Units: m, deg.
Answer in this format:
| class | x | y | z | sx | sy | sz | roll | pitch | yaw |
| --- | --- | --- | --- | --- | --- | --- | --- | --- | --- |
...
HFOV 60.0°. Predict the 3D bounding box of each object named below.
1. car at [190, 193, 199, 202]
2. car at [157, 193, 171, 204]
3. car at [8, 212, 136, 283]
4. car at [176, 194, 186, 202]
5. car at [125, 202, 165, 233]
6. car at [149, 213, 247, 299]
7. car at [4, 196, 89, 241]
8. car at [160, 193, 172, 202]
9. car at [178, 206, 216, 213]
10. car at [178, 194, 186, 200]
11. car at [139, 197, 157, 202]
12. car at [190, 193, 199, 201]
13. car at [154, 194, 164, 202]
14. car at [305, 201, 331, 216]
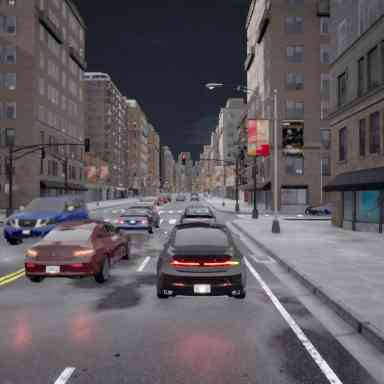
| class | x | y | z | sx | sy | sz | roll | pitch | yaw |
| --- | --- | --- | --- | --- | --- | --- | --- | --- | --- |
| car | 0.637 | 1.473 | 75.392 | 1.812 | 1.442 | 4.674 | 0 | 0 | 0 |
| car | -5.998 | 1.183 | 64.765 | 2.150 | 2.045 | 5.566 | 0 | 0 | 1 |
| car | -3.026 | 1.527 | 9.595 | 1.812 | 1.442 | 4.674 | 0 | 0 | 1 |
| car | -2.622 | 1.493 | 75.655 | 1.994 | 1.385 | 4.181 | 0 | 0 | 0 |
| car | -2.959 | 1.546 | 19.162 | 2.033 | 1.411 | 5.357 | 0 | 0 | 0 |
| car | 0.205 | 1.506 | 8.459 | 1.837 | 1.490 | 4.892 | 0 | 0 | 0 |
| car | -6.555 | 1.223 | 15.788 | 2.150 | 2.045 | 5.566 | 0 | 0 | -1 |
| car | -5.874 | 1.170 | 75.458 | 2.150 | 2.045 | 5.566 | 0 | 0 | 0 |
| car | 0.291 | 1.490 | 17.855 | 2.128 | 1.511 | 4.902 | 0 | 0 | -1 |
| car | -2.545 | 1.245 | 85.658 | 1.882 | 1.535 | 5.008 | 0 | 0 | 0 |
| car | -6.212 | 1.582 | 44.093 | 1.895 | 1.301 | 4.718 | 0 | 0 | 0 |
| car | 0.706 | 1.160 | 85.660 | 2.150 | 2.045 | 5.566 | 0 | 0 | 0 |
| car | -6.126 | 1.498 | 54.104 | 1.812 | 1.442 | 4.674 | 0 | 0 | 1 |
| car | 14.124 | 1.634 | 33.127 | 5.357 | 1.411 | 2.033 | 0 | -1 | -3 |
